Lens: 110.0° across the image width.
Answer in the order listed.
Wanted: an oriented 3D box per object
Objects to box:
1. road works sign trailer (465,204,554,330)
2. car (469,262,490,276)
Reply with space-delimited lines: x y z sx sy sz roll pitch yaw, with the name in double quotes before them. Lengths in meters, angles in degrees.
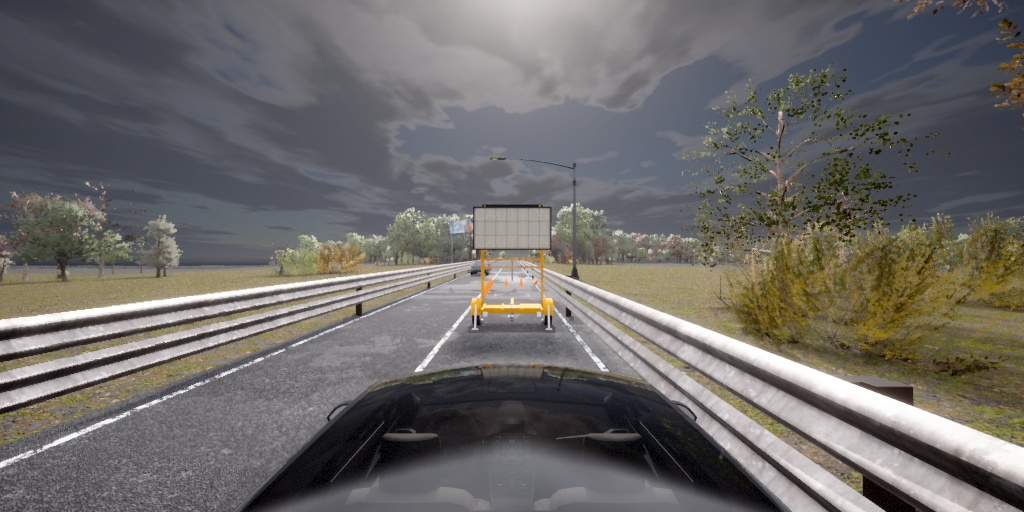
"road works sign trailer" 0.009 0.218 11.101 2.380 3.560 2.880 0 0 0
"car" -3.253 1.311 37.336 2.033 1.411 5.357 0 0 0
